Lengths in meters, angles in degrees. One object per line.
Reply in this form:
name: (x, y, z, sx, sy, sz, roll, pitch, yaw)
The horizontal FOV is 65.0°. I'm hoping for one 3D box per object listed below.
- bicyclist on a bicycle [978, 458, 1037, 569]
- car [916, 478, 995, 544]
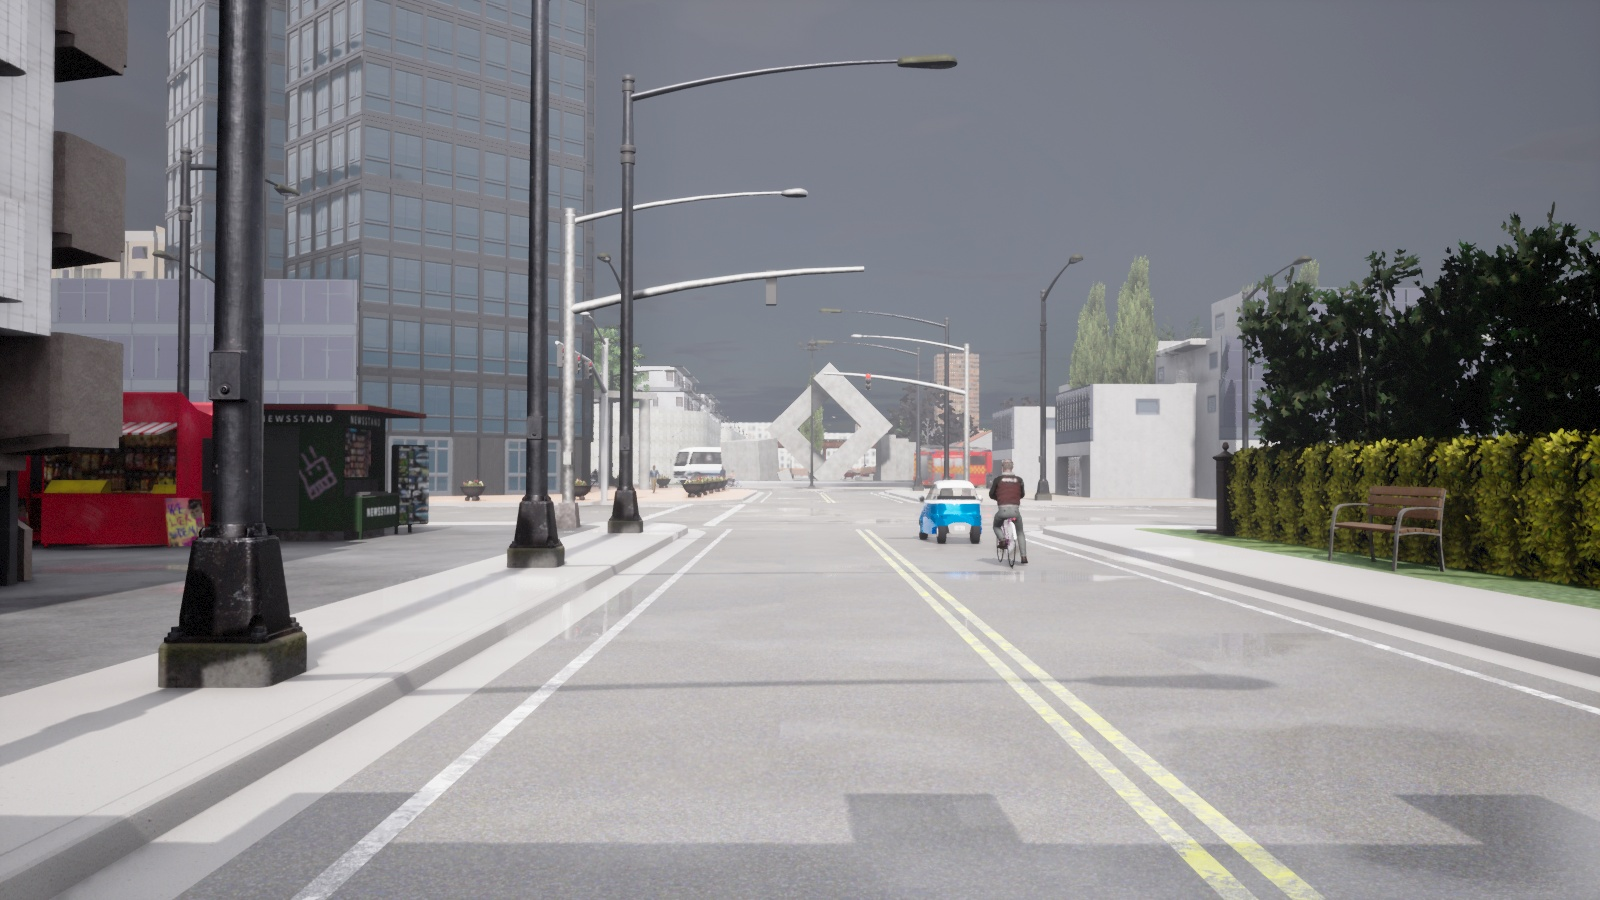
bicyclist on a bicycle: (3.446, 1.023, 21.000, 0.659, 1.776, 1.843, 0, -1, 0)
car: (3.429, 1.324, 27.981, 1.481, 1.376, 2.207, 0, -1, 0)
